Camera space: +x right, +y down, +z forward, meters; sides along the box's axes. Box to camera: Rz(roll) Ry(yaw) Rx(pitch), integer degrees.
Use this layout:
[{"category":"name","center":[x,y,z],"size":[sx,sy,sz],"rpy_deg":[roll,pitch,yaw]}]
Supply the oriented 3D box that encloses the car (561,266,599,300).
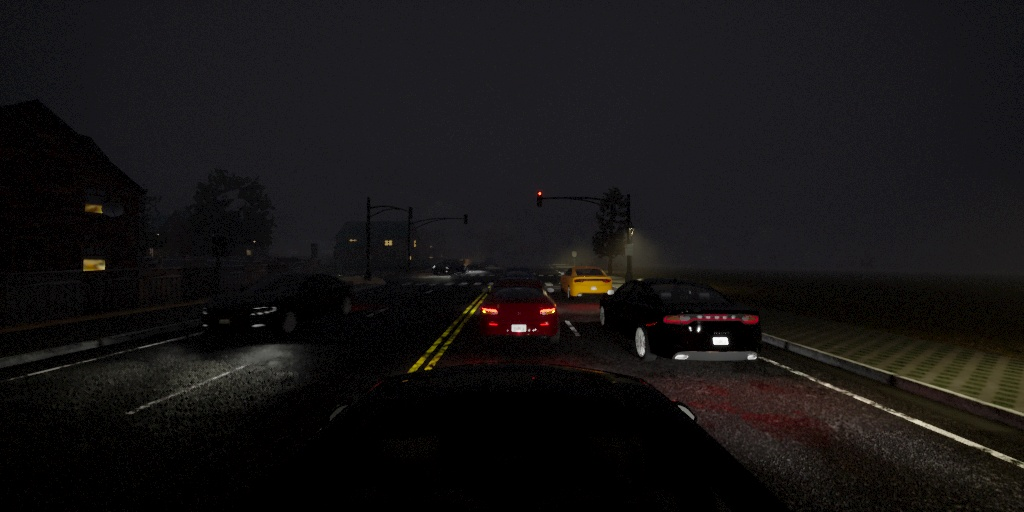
[{"category":"car","center":[3.532,1.239,17.759],"size":[1.882,1.535,5.008],"rpy_deg":[0,0,1]}]

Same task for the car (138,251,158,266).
[{"category":"car","center":[-40.928,0.332,38.480],"size":[5.566,2.045,2.150],"rpy_deg":[1,-1,16]}]

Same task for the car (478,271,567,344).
[{"category":"car","center":[0.162,1.280,9.465],"size":[1.812,1.442,4.674],"rpy_deg":[0,0,1]}]

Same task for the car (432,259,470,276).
[{"category":"car","center":[-6.794,1.155,38.867],"size":[2.097,1.767,4.553],"rpy_deg":[0,0,18]}]

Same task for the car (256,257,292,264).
[{"category":"car","center":[-21.062,0.910,32.952],"size":[5.008,1.535,1.882],"rpy_deg":[1,-1,16]}]

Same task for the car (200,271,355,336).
[{"category":"car","center":[-6.526,1.235,10.671],"size":[1.882,1.535,5.008],"rpy_deg":[0,0,1]}]

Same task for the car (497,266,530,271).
[{"category":"car","center":[0.281,1.289,18.572],"size":[1.812,1.442,4.674],"rpy_deg":[0,0,0]}]

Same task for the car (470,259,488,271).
[{"category":"car","center":[-5.123,1.433,52.087],"size":[1.895,1.301,4.718],"rpy_deg":[0,0,3]}]

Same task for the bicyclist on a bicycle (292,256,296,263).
[{"category":"bicyclist on a bicycle","center":[-24.251,0.780,39.926],"size":[0.582,1.620,1.656],"rpy_deg":[1,-1,15]}]

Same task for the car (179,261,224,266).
[{"category":"car","center":[-30.849,0.875,35.666],"size":[4.718,1.301,1.895],"rpy_deg":[1,-1,16]}]

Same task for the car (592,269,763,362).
[{"category":"car","center":[3.402,1.231,8.291],"size":[1.882,1.535,5.008],"rpy_deg":[0,0,0]}]
